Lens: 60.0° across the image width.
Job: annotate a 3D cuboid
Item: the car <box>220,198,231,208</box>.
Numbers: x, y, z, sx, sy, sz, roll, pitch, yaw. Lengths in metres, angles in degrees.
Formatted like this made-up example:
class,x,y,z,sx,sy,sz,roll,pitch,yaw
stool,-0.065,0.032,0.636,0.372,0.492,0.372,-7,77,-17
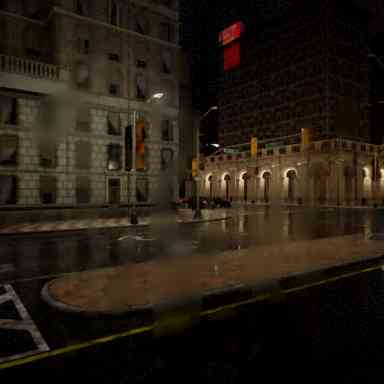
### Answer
class,x,y,z,sx,sy,sz,roll,pitch,yaw
car,3.475,1.478,47.786,1.882,1.535,5.008,0,0,-36

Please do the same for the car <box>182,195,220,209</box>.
class,x,y,z,sx,sy,sz,roll,pitch,yaw
car,1.180,1.352,44.981,2.097,1.767,4.553,0,0,-35

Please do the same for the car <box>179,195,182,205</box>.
class,x,y,z,sx,sy,sz,roll,pitch,yaw
car,-2.273,1.352,55.881,2.097,1.767,4.553,0,0,-35
